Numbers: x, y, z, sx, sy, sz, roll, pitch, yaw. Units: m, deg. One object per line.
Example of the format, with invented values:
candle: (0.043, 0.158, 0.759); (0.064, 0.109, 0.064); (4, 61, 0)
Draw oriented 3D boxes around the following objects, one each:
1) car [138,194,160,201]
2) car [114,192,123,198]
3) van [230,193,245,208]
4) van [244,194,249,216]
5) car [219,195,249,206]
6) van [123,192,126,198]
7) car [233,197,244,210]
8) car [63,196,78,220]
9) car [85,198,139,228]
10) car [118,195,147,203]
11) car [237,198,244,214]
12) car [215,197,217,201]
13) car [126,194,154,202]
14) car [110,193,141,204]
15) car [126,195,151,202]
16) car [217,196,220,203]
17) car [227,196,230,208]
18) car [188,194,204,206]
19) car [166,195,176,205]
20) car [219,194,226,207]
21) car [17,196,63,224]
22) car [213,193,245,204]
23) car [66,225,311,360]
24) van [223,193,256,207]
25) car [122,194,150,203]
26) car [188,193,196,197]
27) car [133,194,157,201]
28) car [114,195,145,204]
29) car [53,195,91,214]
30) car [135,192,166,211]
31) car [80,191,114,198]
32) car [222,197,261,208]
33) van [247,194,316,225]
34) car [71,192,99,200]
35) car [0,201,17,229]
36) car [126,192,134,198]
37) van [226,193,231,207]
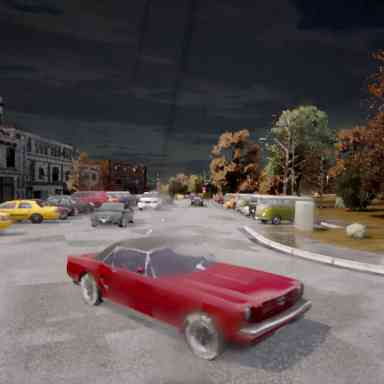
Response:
car: (-10.330, 1.246, 79.981); (4.892, 1.521, 2.231); (0, 0, -19)
car: (-10.868, 1.061, 38.923); (4.553, 1.767, 2.185); (0, 0, -19)
van: (6.768, 1.270, 35.616); (4.442, 1.987, 1.878); (2, 0, -19)
van: (6.862, 1.293, 26.871); (4.442, 1.987, 1.878); (2, 0, -19)
car: (7.130, 1.382, 56.258); (4.553, 1.767, 2.185); (2, 0, -19)
van: (-10.966, 0.960, 41.807); (4.442, 1.987, 1.878); (0, 0, -19)
car: (6.830, 1.543, 32.714); (4.674, 1.452, 2.002); (2, 0, -19)
car: (-11.069, 1.242, 24.257); (4.792, 1.488, 2.163); (0, 0, -19)
car: (-4.832, 1.352, 20.774); (1.837, 1.490, 4.892); (1, 0, 1)
car: (-10.588, 1.235, 59.462); (4.792, 1.488, 2.163); (0, 0, -19)
car: (6.792, 1.548, 29.769); (4.674, 1.452, 2.002); (2, 0, -19)
car: (7.260, 1.550, 62.169); (4.792, 1.488, 2.163); (2, 0, -19)
car: (-10.667, 1.219, 68.185); (5.366, 1.575, 1.946); (0, 0, -19)
car: (-10.727, 1.069, 53.577); (4.553, 1.767, 2.185); (0, 0, -19)
car: (-10.538, 1.257, 65.318); (4.674, 1.452, 2.002); (0, 0, -19)
car: (7.140, 1.534, 53.335); (4.792, 1.488, 2.163); (2, 0, -19)
car: (6.905, 1.536, 38.608); (4.674, 1.452, 2.002); (2, 0, -19)
car: (0.798, 1.433, 52.172); (1.812, 1.442, 4.674); (1, 0, 1)
car: (-4.244, 1.380, 56.273); (1.837, 1.490, 4.892); (1, 0, 1)
car: (6.817, 1.487, 44.429); (5.366, 1.575, 1.946); (2, 0, -19)
car: (-11.317, 1.217, 21.255); (5.366, 1.575, 1.946); (0, 0, -19)
car: (7.257, 1.274, 65.087); (5.566, 2.045, 2.435); (2, 0, -19)
car: (-0.380, 1.575, 6.131); (4.718, 1.301, 1.895); (1, 0, 43)
van: (7.185, 1.278, 50.425); (4.442, 1.987, 1.878); (2, 0, -19)
car: (-10.586, 1.212, 62.388); (4.892, 1.521, 2.231); (0, 0, -19)
car: (0.842, 1.415, 62.444); (2.128, 1.511, 4.902); (1, 0, 1)
car: (-10.421, 1.235, 74.119); (4.892, 1.521, 2.231); (0, 0, -19)
car: (-10.662, 1.201, 56.516); (4.892, 1.521, 2.231); (0, 0, -19)
car: (-11.053, 1.206, 27.184); (4.892, 1.521, 2.231); (0, 0, -19)
car: (-4.596, 1.032, 37.460); (2.150, 2.045, 5.566); (1, 0, 1)
car: (-11.005, 0.942, 33.038); (5.566, 2.045, 2.435); (0, 0, -19)
car: (7.024, 1.497, 47.437); (4.892, 1.521, 2.231); (2, 0, -19)
van: (6.603, 1.294, 23.841); (4.442, 1.987, 1.878); (2, 0, -19)
car: (-11.053, 1.072, 30.115); (4.553, 1.767, 2.185); (0, 0, -19)
car: (-11.400, 1.236, 15.395); (5.366, 1.575, 1.946); (0, 0, -19)
car: (-10.811, 1.186, 44.782); (5.008, 1.535, 2.097); (0, 0, -19)
van: (7.066, 1.273, 41.589); (4.442, 1.987, 1.878); (2, 0, -19)
